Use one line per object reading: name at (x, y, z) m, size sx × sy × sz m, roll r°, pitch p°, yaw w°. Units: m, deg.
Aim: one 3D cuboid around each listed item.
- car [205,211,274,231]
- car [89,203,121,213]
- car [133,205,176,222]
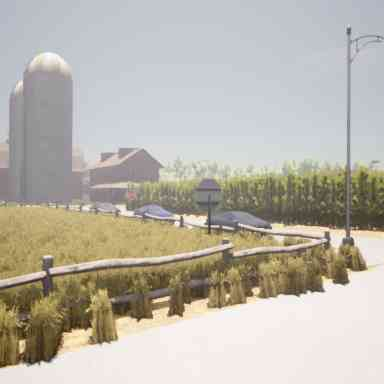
car at (2.520, 1.778, 18.541) m, size 1.994 × 1.385 × 4.181 m, roll 1°, pitch -1°, yaw -34°
car at (-9.261, 1.839, 35.126) m, size 2.033 × 1.411 × 5.357 m, roll 1°, pitch 0°, yaw -35°
car at (-3.107, 1.797, 26.486) m, size 1.812 × 1.442 × 4.674 m, roll 1°, pitch -1°, yaw -35°
